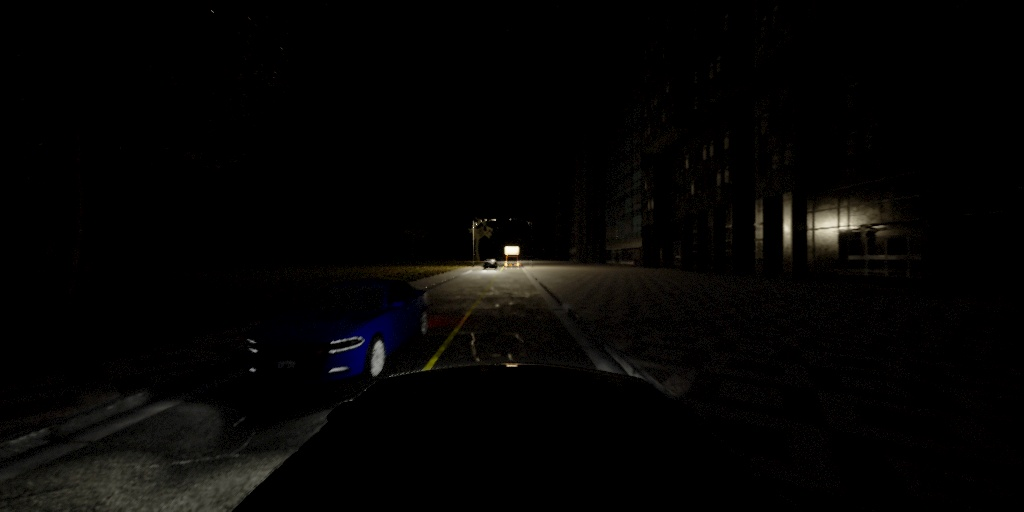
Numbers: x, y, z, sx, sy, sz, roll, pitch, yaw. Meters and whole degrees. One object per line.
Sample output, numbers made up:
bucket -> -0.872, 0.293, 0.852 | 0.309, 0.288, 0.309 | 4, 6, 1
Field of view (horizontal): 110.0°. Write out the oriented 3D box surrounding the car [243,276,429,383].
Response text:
car -> -3.101, 1.224, 7.432 | 1.882, 1.535, 5.008 | 0, 0, 0

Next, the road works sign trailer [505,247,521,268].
road works sign trailer -> -0.002, 0.153, 59.175 | 2.380, 3.560, 2.880 | 0, 0, 0

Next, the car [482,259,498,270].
car -> -3.062, 1.190, 50.940 | 2.128, 1.511, 4.902 | 0, 0, 0
